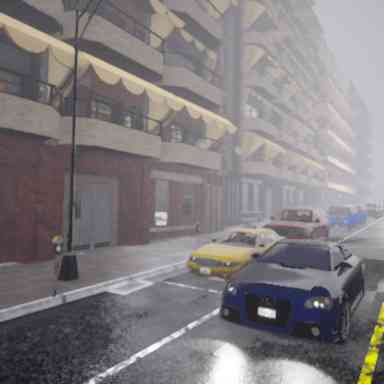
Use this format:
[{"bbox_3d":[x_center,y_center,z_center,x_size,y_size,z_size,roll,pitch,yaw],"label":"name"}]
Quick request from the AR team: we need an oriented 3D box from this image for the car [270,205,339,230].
[{"bbox_3d":[4.890,1.614,15.198,2.192,1.841,5.009,1,0,34],"label":"car"}]

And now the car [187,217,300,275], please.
[{"bbox_3d":[1.696,1.728,10.471,1.752,1.417,4.829,1,0,34],"label":"car"}]

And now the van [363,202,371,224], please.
[{"bbox_3d":[14.168,1.934,28.949,1.690,1.788,3.998,1,0,34],"label":"van"}]

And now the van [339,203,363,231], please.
[{"bbox_3d":[11.074,1.834,24.363,1.690,1.788,3.998,1,0,34],"label":"van"}]

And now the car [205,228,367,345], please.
[{"bbox_3d":[2.262,1.698,6.749,1.994,1.385,4.181,-1,-1,34],"label":"car"}]

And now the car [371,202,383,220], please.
[{"bbox_3d":[20.354,2.113,38.116,2.192,1.841,5.009,1,0,34],"label":"car"}]
